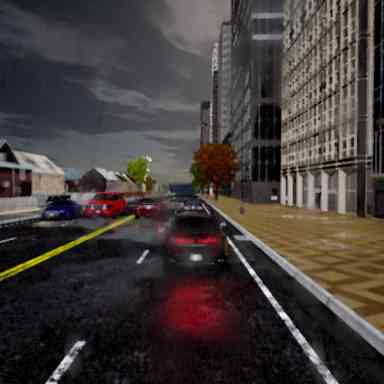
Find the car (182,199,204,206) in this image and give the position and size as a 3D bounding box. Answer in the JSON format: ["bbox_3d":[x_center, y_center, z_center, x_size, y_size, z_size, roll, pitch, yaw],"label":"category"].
[{"bbox_3d":[0.104,1.311,29.449,2.033,1.411,5.357,0,0,0],"label":"car"}]

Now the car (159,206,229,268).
[{"bbox_3d":[0.103,1.409,10.872,1.837,1.490,4.892,0,0,0],"label":"car"}]

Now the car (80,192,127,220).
[{"bbox_3d":[-6.591,1.008,26.093,2.150,2.045,5.566,0,0,0],"label":"car"}]

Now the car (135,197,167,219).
[{"bbox_3d":[-3.146,1.138,26.252,2.097,1.767,4.553,0,0,0],"label":"car"}]

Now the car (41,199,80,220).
[{"bbox_3d":[-9.840,1.316,25.623,1.812,1.442,4.674,0,0,0],"label":"car"}]
